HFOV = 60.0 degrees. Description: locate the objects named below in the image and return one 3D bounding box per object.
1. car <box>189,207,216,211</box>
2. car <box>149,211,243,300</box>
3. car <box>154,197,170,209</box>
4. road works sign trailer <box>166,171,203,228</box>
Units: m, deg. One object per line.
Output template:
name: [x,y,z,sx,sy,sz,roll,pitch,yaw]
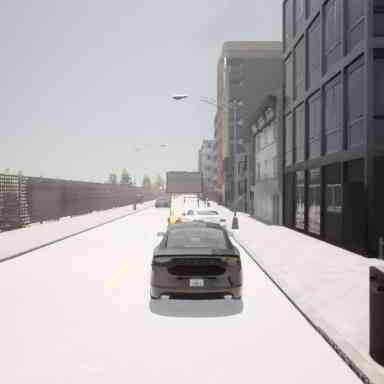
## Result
car: [0.524,1.539,17.796,1.812,1.442,4.674,0,-1,-11]
car: [0.087,1.478,8.448,1.882,1.535,5.008,0,0,0]
car: [-4.067,1.504,45.789,1.837,1.490,4.892,0,0,0]
road works sign trailer: [-0.513,0.464,21.273,2.380,3.560,2.880,0,0,-16]
